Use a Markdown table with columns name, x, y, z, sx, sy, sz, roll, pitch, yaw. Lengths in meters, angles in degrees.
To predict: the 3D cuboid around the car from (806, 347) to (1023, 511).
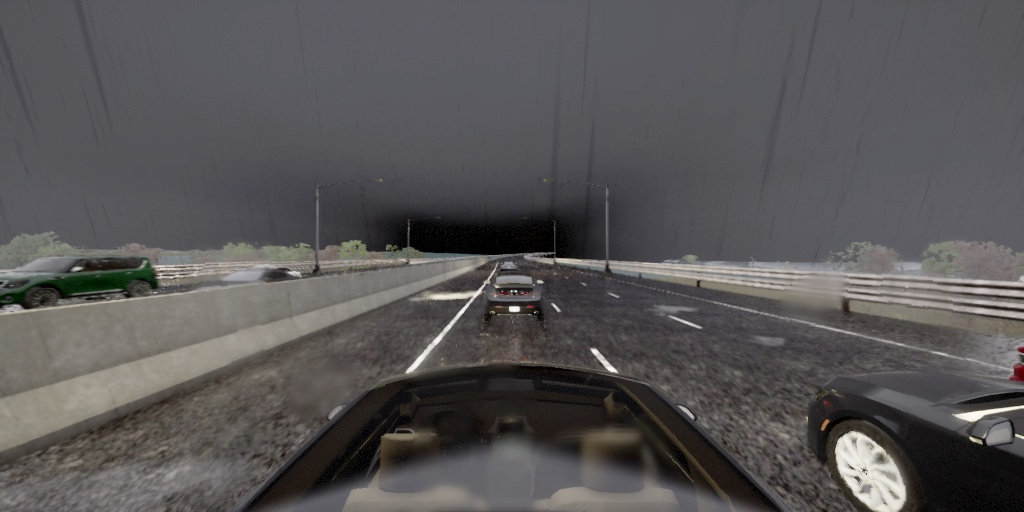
| name | x | y | z | sx | sy | sz | roll | pitch | yaw |
| --- | --- | --- | --- | --- | --- | --- | --- | --- | --- |
| car | 3.593 | 1.254 | 1.247 | 1.837 | 1.490 | 4.892 | 0 | 0 | 0 |

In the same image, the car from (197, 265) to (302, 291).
| name | x | y | z | sx | sy | sz | roll | pitch | yaw |
| --- | --- | --- | --- | --- | --- | --- | --- | --- | --- |
| car | -10.632 | 1.276 | 14.853 | 1.812 | 1.442 | 4.674 | 0 | 0 | 0 |

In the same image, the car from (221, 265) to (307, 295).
| name | x | y | z | sx | sy | sz | roll | pitch | yaw |
| --- | --- | --- | --- | --- | --- | --- | --- | --- | --- |
| car | -14.141 | 1.273 | 20.846 | 1.812 | 1.442 | 4.674 | 0 | 0 | 0 |

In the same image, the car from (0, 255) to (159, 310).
| name | x | y | z | sx | sy | sz | roll | pitch | yaw |
| --- | --- | --- | --- | --- | --- | --- | --- | --- | --- |
| car | -17.633 | 0.974 | 14.453 | 2.150 | 2.045 | 5.566 | 0 | 0 | 0 |

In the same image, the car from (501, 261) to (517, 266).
| name | x | y | z | sx | sy | sz | roll | pitch | yaw |
| --- | --- | --- | --- | --- | --- | --- | --- | --- | --- |
| car | -0.411 | 1.282 | 43.452 | 1.994 | 1.385 | 4.181 | 0 | 0 | -1 |

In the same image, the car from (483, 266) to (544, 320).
| name | x | y | z | sx | sy | sz | roll | pitch | yaw |
| --- | --- | --- | --- | --- | --- | --- | --- | --- | --- |
| car | 0.055 | 1.253 | 12.558 | 1.837 | 1.490 | 4.892 | 0 | 0 | 0 |

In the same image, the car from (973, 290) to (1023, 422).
| name | x | y | z | sx | sy | sz | roll | pitch | yaw |
| --- | --- | --- | --- | --- | --- | --- | --- | --- | --- |
| car | 7.092 | 1.226 | 2.276 | 1.882 | 1.535 | 5.008 | 0 | 0 | 0 |
